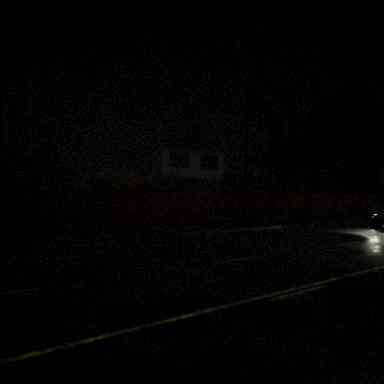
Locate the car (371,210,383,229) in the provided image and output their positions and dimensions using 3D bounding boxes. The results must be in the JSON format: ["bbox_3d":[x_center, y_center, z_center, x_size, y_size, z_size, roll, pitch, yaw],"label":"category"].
[{"bbox_3d":[14.219,1.623,22.735,4.553,1.767,2.097,1,0,-35],"label":"car"}]
